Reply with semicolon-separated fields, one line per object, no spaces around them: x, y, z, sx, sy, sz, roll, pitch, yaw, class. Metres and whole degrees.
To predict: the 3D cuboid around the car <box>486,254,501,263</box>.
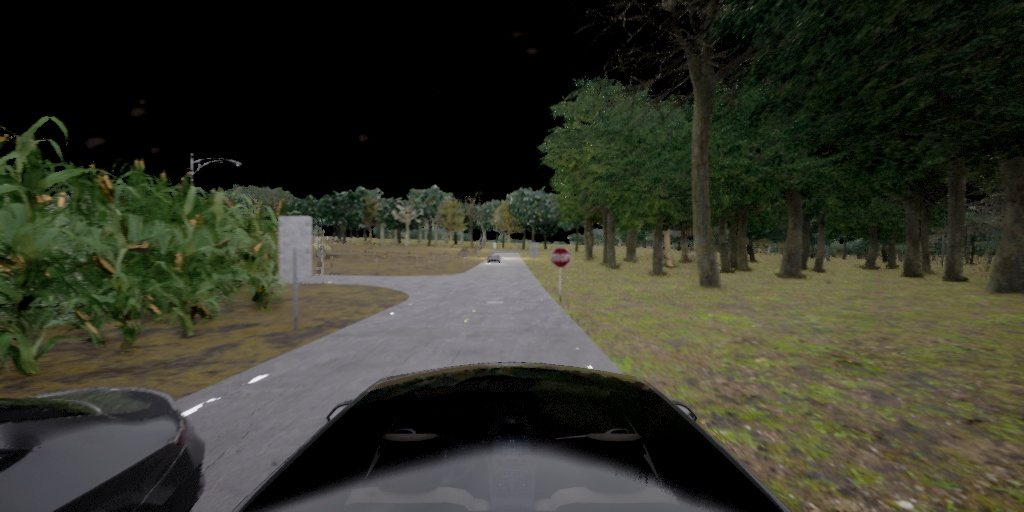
-2.744;0.397;54.295;1.994;1.385;4.181;0;2;0;car

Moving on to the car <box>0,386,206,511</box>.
-2.843;1.277;0.379;1.812;1.442;4.674;0;0;0;car
